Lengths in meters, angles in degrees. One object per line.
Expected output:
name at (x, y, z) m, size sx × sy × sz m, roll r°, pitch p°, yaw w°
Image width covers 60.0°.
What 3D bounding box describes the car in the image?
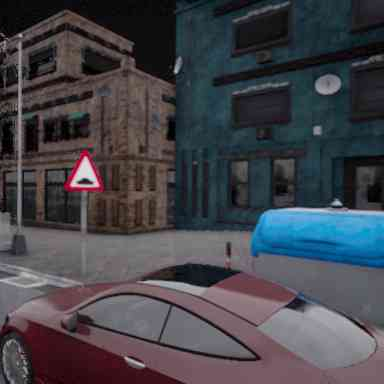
car at (-0.172, 1.524, 3.501) m, size 4.674 × 1.442 × 1.812 m, roll 0°, pitch 0°, yaw 36°
